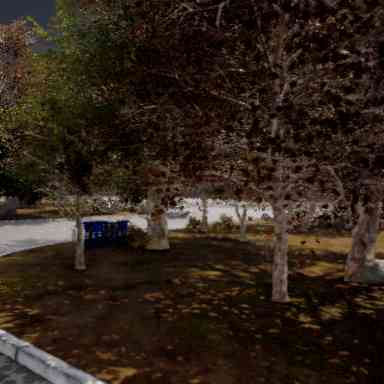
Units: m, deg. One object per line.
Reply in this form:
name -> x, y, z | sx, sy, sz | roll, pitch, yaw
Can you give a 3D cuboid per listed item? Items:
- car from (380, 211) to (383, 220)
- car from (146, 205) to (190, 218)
car -> 20.913, 2.354, 35.815 | 2.163, 1.488, 4.792 | 0, 0, 35
car -> -2.282, 1.872, 32.155 | 1.895, 1.301, 4.718 | 4, 1, 35
